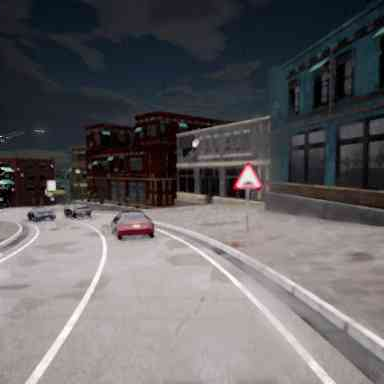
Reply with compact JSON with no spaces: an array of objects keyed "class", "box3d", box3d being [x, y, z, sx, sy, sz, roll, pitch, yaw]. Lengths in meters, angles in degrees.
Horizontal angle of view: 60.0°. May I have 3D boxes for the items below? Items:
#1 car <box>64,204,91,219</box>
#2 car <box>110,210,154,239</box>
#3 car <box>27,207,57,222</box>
[{"class":"car","box3d":[-12.312,2.003,35.586,2.128,1.511,4.902,-3,0,-35]},{"class":"car","box3d":[-3.404,1.704,18.595,1.994,1.385,4.181,-2,0,-18]},{"class":"car","box3d":[-15.236,2.222,33.539,2.033,1.411,5.357,-3,0,-37]}]
